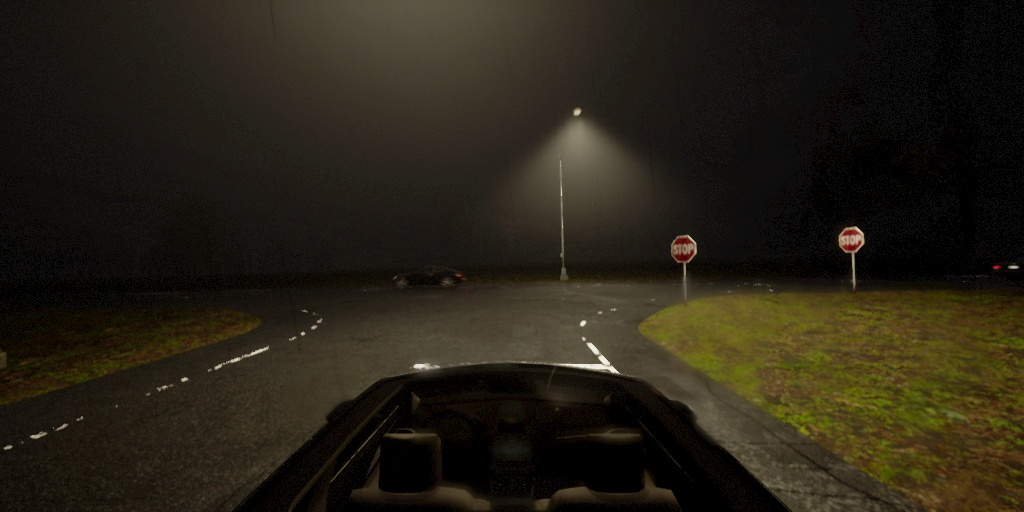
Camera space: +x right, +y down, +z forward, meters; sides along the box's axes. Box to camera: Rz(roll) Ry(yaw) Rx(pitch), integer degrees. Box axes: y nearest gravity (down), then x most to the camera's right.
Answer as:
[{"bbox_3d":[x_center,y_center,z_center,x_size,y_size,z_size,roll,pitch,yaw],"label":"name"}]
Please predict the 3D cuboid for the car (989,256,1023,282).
[{"bbox_3d":[26.020,0.529,16.856,5.357,1.411,2.033,-1,-2,-1],"label":"car"}]

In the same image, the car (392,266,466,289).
[{"bbox_3d":[-5.379,1.382,23.304,4.674,1.442,1.812,-1,-1,0],"label":"car"}]
